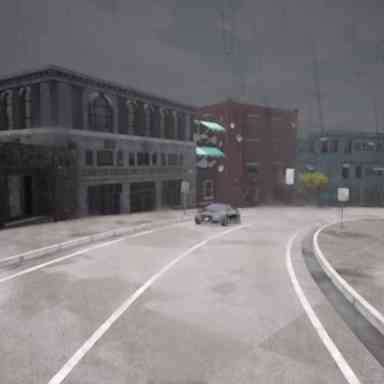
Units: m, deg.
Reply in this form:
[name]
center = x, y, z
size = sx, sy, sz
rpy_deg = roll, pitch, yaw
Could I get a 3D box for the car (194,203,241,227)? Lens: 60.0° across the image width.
[car]
center = 1.754, 1.445, 21.877
size = 1.994, 1.385, 4.181
rpy_deg = 3, 1, 26
